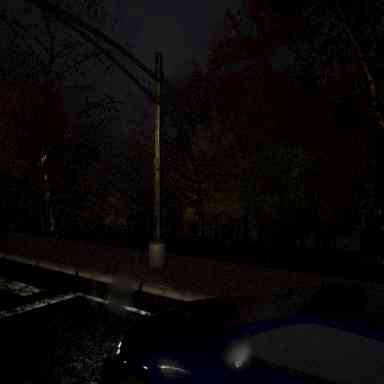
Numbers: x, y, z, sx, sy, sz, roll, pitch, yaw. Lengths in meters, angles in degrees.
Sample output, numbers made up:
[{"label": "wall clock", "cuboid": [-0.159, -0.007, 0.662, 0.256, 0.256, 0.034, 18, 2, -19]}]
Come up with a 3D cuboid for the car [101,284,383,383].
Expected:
[{"label": "car", "cuboid": [1.146, 1.564, 2.865, 4.181, 1.385, 1.994, 0, 0, 35]}]
